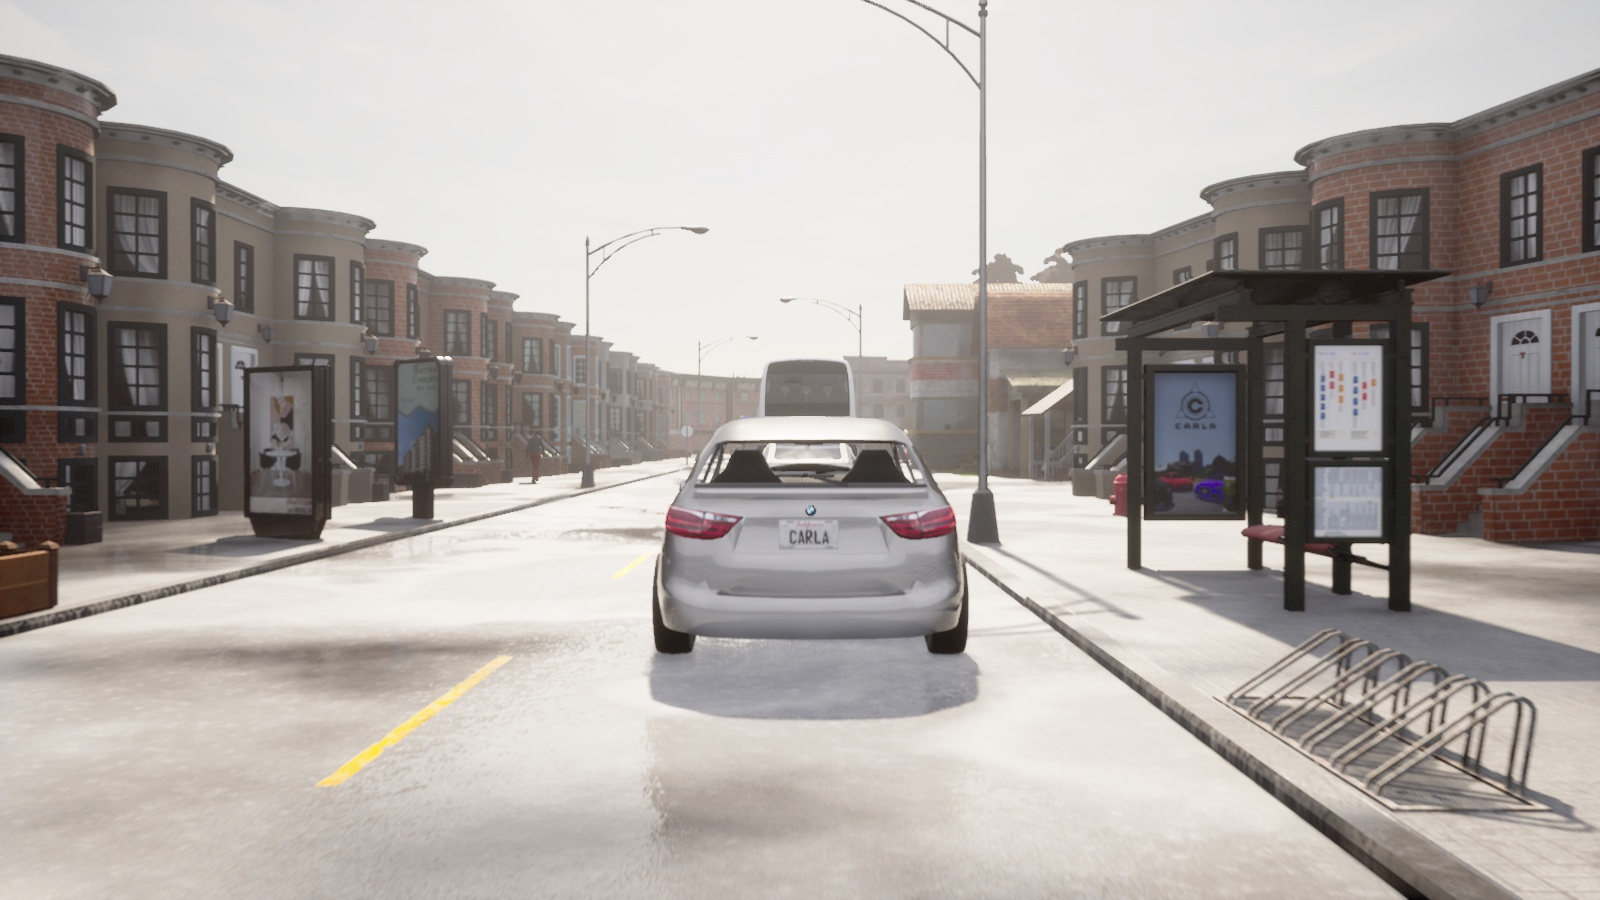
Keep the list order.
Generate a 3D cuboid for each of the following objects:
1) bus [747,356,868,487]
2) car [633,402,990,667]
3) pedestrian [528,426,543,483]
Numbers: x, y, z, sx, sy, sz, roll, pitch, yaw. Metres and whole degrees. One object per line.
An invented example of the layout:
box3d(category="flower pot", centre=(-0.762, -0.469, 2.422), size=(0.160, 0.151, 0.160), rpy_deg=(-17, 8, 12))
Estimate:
box3d(category="bus", centre=(0.270, -0.967, 46.190), size=(3.944, 4.253, 10.273), rpy_deg=(0, 0, 0))
box3d(category="car", centre=(0.073, 0.516, 10.196), size=(2.242, 1.667, 4.611), rpy_deg=(0, 0, 0))
box3d(category="pedestrian", centre=(-8.648, 0.150, 41.054), size=(0.353, 1.847, 0.614), rpy_deg=(0, 0, 1))
